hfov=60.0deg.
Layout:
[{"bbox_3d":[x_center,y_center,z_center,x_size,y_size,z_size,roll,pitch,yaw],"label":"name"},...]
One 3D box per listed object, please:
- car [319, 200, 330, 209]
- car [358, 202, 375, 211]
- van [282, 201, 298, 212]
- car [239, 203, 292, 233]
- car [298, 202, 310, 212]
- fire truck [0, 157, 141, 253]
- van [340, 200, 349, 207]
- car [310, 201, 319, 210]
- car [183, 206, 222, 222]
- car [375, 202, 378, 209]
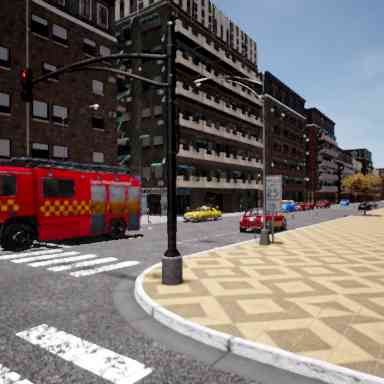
[{"bbox_3d":[26.953,2.494,68.243,2.192,1.841,5.009,-2,-2,35],"label":"car"},{"bbox_3d":[30.552,2.579,58.853,1.947,1.339,4.313,-2,-2,35],"label":"car"},{"bbox_3d":[14.040,2.167,49.697,1.690,1.788,3.998,-2,-2,35],"label":"van"},{"bbox_3d":[4.726,1.747,21.767,1.967,1.590,4.097,-2,-2,35],"label":"car"},{"bbox_3d":[17.270,2.354,54.331,1.967,1.590,4.097,-2,-2,35],"label":"car"},{"bbox_3d":[-6.315,0.525,15.818,2.891,3.827,8.468,-1,-1,35],"label":"fire truck"},{"bbox_3d":[39.829,2.875,86.812,1.690,1.788,3.998,-2,-2,35],"label":"van"},{"bbox_3d":[20.499,2.547,58.964,1.887,1.381,4.507,-2,-2,35],"label":"car"},{"bbox_3d":[1.033,1.995,31.008,1.752,1.417,4.829,-2,-2,35],"label":"car"},{"bbox_3d":[37.008,2.741,68.126,2.008,1.369,4.403,-2,-2,35],"label":"car"}]
